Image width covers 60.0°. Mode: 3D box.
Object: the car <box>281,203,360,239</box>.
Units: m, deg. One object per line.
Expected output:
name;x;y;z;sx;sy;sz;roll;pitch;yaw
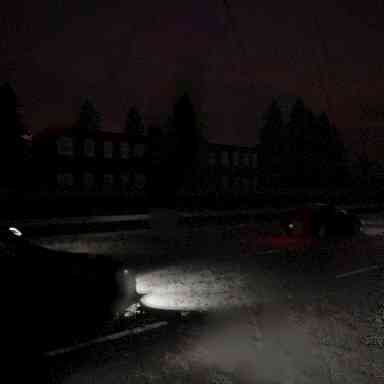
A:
car;6.707;1.448;17.129;5.008;1.535;1.882;0;0;-36

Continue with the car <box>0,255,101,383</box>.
car;-3.184;1.494;1.475;4.902;1.511;2.128;0;0;-36

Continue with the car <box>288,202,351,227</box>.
car;8.866;1.486;22.986;4.674;1.442;1.812;0;0;-36

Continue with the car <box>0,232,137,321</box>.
car;-3.107;1.563;5.829;4.181;1.385;1.994;0;0;-35

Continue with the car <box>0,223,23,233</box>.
car;-8.007;1.352;10.934;4.553;1.767;2.097;0;0;-35
